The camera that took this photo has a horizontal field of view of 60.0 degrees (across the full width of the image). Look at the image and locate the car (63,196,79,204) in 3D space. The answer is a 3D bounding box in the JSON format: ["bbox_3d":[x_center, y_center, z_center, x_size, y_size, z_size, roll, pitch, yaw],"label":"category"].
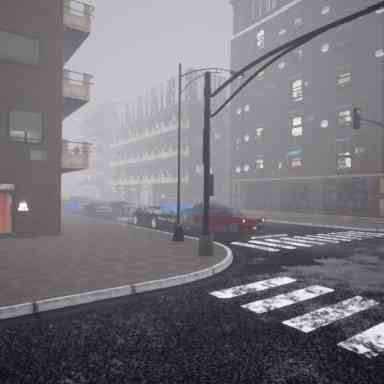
[{"bbox_3d":[-24.582,1.614,67.512,1.967,1.590,4.097,1,-1,-35],"label":"car"}]

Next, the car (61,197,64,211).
[{"bbox_3d":[-15.140,1.581,40.029,2.008,1.369,4.403,1,-1,-35],"label":"car"}]

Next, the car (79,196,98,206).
[{"bbox_3d":[-18.214,1.597,58.313,1.967,1.590,4.097,1,-1,-35],"label":"car"}]

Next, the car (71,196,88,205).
[{"bbox_3d":[-21.398,1.606,62.913,1.967,1.590,4.097,1,-1,-35],"label":"car"}]

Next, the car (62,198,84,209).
[{"bbox_3d":[-16.790,1.637,46.850,1.994,1.385,4.181,1,-1,-34],"label":"car"}]

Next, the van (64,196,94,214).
[{"bbox_3d":[-11.954,1.361,35.431,1.690,1.788,3.998,1,-1,-35],"label":"van"}]

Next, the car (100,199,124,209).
[{"bbox_3d":[-11.846,1.683,49.114,1.887,1.381,4.507,1,-1,-35],"label":"car"}]

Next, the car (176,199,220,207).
[{"bbox_3d":[1.089,1.536,25.757,1.882,1.535,5.008,1,-1,-33],"label":"car"}]

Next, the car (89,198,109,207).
[{"bbox_3d":[-15.030,1.730,53.713,1.802,1.307,4.206,1,-1,-35],"label":"car"}]

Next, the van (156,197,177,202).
[{"bbox_3d":[-2.291,1.450,35.316,1.690,1.788,3.998,1,-1,-35],"label":"van"}]

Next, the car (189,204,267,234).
[{"bbox_3d":[2.084,1.612,19.473,1.895,1.301,4.718,1,-1,-35],"label":"car"}]

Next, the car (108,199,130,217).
[{"bbox_3d":[-6.575,1.566,31.996,1.812,1.442,4.674,1,-1,-35],"label":"car"}]

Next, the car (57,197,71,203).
[{"bbox_3d":[-27.768,1.727,72.111,1.887,1.381,4.507,1,-1,-35],"label":"car"}]

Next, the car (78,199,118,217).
[{"bbox_3d":[-8.772,1.592,30.829,1.802,1.307,4.206,1,-1,-35],"label":"car"}]

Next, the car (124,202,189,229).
[{"bbox_3d":[-2.402,1.540,21.630,2.008,1.369,4.403,1,-1,-35],"label":"car"}]
